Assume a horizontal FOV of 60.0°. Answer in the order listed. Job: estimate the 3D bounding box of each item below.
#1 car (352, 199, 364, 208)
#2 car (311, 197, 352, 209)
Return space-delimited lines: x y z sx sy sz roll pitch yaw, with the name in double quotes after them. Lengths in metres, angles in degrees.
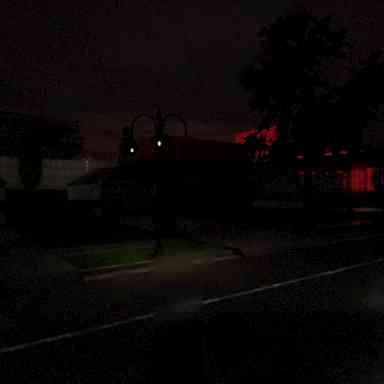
21.683 1.478 47.152 1.882 1.535 5.008 0 0 -34 "car"
18.712 1.601 45.297 1.895 1.301 4.718 0 0 -34 "car"
